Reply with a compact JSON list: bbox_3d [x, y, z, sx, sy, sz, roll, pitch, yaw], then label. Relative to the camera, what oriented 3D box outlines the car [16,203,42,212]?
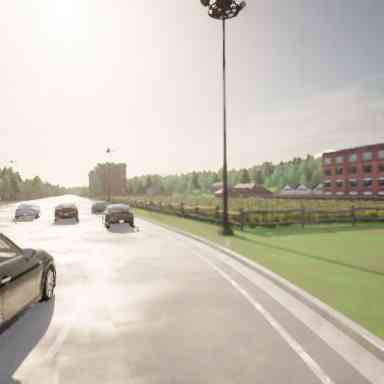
[{"bbox_3d":[-15.539,1.773,31.701,1.812,1.442,4.674,0,0,-19],"label":"car"}]

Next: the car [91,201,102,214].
[{"bbox_3d":[-10.936,1.792,39.749,1.994,1.385,4.181,0,0,-19],"label":"car"}]

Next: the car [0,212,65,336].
[{"bbox_3d":[-3.848,1.406,5.454,2.097,1.767,4.553,-1,0,-6],"label":"car"}]

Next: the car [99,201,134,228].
[{"bbox_3d":[-5.244,1.629,23.398,1.837,1.490,4.892,0,0,-19],"label":"car"}]

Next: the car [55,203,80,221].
[{"bbox_3d":[-10.912,1.673,29.089,1.882,1.535,5.008,0,0,-19],"label":"car"}]
